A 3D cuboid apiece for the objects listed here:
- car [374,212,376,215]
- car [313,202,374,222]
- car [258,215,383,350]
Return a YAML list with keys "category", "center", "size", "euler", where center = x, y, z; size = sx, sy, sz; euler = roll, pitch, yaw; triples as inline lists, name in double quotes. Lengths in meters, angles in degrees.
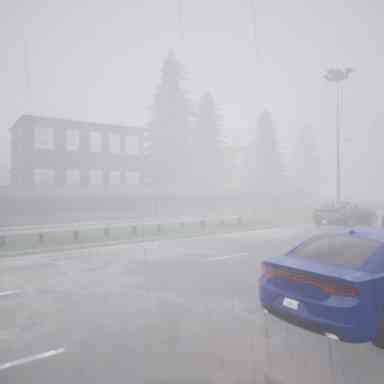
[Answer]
- category: "car"
  center: [11.048, 1.322, 16.353]
  size: [4.892, 1.490, 1.837]
  euler: [-1, 1, -40]
- category: "car"
  center: [8.813, 1.312, 19.029]
  size: [4.902, 1.511, 2.128]
  euler: [-1, 1, -40]
- category: "car"
  center: [3.419, 1.416, 6.184]
  size: [5.008, 1.535, 1.882]
  euler: [-1, 0, -35]
